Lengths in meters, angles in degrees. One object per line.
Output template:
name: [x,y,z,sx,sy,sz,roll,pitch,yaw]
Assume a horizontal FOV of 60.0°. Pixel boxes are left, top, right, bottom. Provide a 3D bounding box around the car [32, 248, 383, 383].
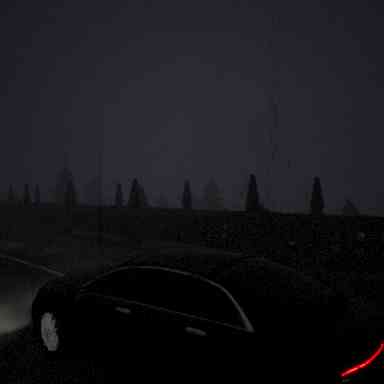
car: [-0.196,1.511,4.323,4.892,1.490,1.837,0,0,37]
